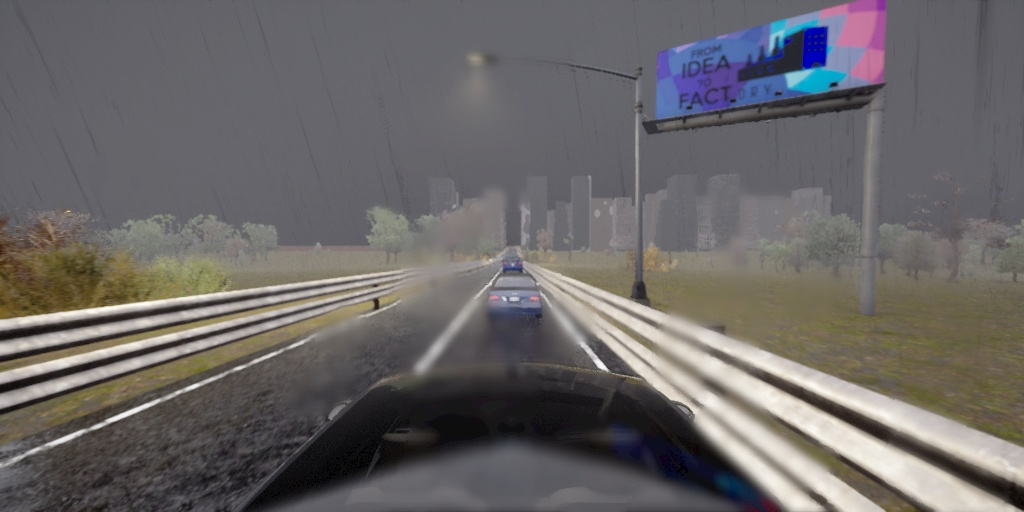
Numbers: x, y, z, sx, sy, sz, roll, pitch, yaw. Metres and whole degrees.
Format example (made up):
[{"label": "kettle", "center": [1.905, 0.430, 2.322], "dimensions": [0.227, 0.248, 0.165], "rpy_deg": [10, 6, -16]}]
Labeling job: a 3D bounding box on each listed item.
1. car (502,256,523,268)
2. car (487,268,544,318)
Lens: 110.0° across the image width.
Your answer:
[{"label": "car", "center": [0.093, 1.035, 39.952], "dimensions": [2.150, 2.045, 5.566], "rpy_deg": [0, 0, 0]}, {"label": "car", "center": [0.099, 1.317, 12.996], "dimensions": [2.033, 1.411, 5.357], "rpy_deg": [0, 0, 0]}]
